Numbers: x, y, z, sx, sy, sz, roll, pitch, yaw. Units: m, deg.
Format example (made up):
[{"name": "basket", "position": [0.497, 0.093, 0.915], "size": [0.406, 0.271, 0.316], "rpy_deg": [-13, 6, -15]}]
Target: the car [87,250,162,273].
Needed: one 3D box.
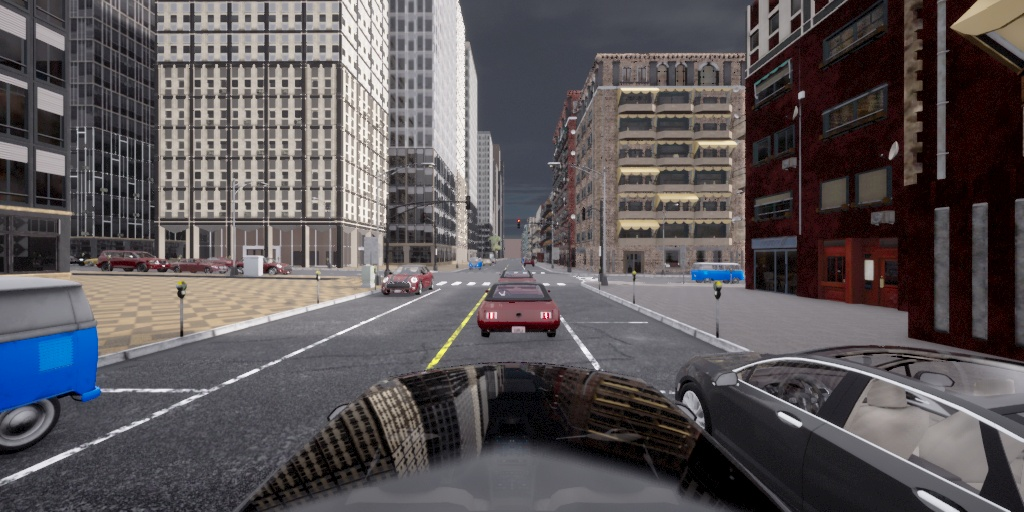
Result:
[{"name": "car", "position": [-32.057, 0.481, 30.403], "size": [5.009, 1.841, 2.192], "rpy_deg": [0, 0, 0]}]

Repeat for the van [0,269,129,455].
[{"name": "van", "position": [-5.686, 1.091, 2.492], "size": [1.690, 1.789, 3.998], "rpy_deg": [0, 0, 0]}]

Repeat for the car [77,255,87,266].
[{"name": "car", "position": [-43.390, 0.465, 38.855], "size": [4.829, 1.417, 1.751], "rpy_deg": [0, 0, 0]}]

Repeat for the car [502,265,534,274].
[{"name": "car", "position": [0.234, 1.352, 19.359], "size": [1.895, 1.301, 4.718], "rpy_deg": [0, 0, 0]}]

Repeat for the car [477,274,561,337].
[{"name": "car", "position": [0.170, 1.351, 10.190], "size": [1.895, 1.301, 4.718], "rpy_deg": [0, 0, 1]}]

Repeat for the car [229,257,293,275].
[{"name": "car", "position": [-20.909, 0.821, 30.335], "size": [4.097, 1.591, 1.967], "rpy_deg": [0, 0, 0]}]

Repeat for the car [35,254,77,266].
[{"name": "car", "position": [-48.796, 0.398, 38.888], "size": [4.313, 1.339, 1.948], "rpy_deg": [0, 0, 0]}]

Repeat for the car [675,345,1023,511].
[{"name": "car", "position": [2.694, 1.300, 2.421], "size": [2.007, 1.370, 4.403], "rpy_deg": [0, 0, 0]}]

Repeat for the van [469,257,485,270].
[{"name": "van", "position": [-5.269, 1.103, 51.910], "size": [1.690, 1.789, 3.998], "rpy_deg": [0, 0, 0]}]

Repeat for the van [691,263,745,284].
[{"name": "van", "position": [17.149, 1.456, 29.963], "size": [3.998, 1.789, 1.690], "rpy_deg": [0, 0, 0]}]

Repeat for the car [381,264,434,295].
[{"name": "car", "position": [-5.543, 1.191, 19.437], "size": [1.967, 1.591, 4.097], "rpy_deg": [0, 0, 0]}]

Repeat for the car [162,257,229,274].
[{"name": "car", "position": [-26.483, 0.856, 30.369], "size": [4.207, 1.307, 1.802], "rpy_deg": [0, 0, 0]}]
